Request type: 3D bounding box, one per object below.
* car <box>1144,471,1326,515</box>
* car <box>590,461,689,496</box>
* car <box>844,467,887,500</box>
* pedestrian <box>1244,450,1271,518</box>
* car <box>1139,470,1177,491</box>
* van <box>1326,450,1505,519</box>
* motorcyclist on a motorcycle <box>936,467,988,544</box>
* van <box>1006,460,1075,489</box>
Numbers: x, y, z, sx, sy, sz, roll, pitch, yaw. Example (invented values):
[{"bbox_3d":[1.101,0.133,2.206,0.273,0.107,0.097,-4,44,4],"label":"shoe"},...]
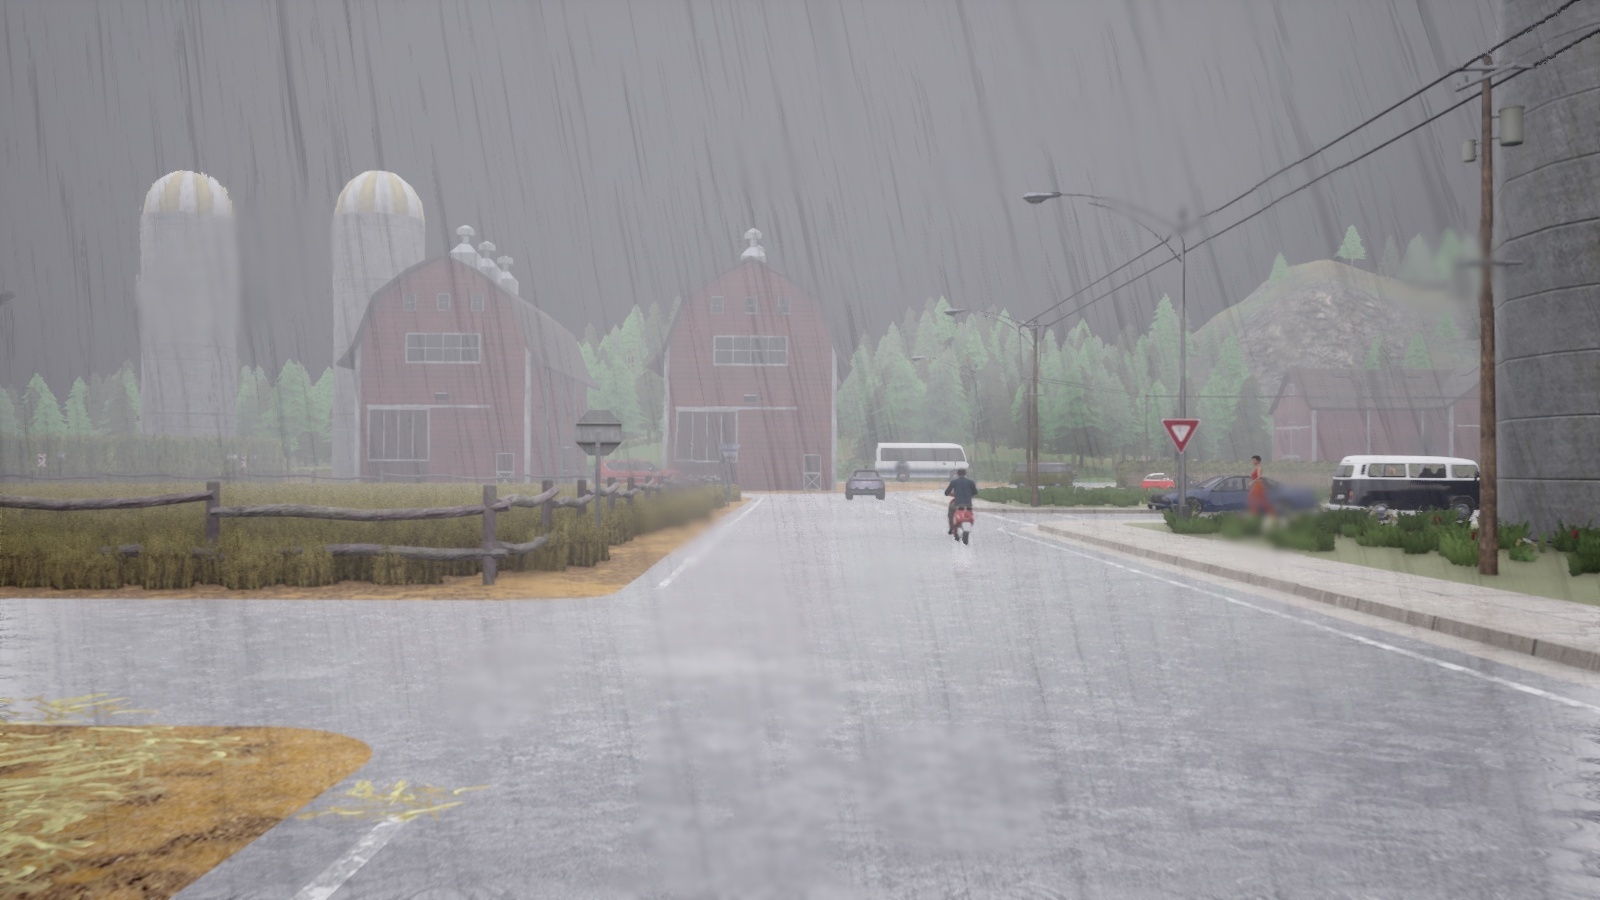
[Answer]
[{"bbox_3d":[14.501,1.433,42.067,5.357,1.411,2.033,0,-1,-1],"label":"car"},{"bbox_3d":[-9.490,1.687,74.550,5.566,2.045,2.150,0,-1,0],"label":"car"},{"bbox_3d":[3.350,1.703,64.971,2.033,1.649,4.856,0,-1,1],"label":"car"},{"bbox_3d":[12.530,0.933,34.413,0.594,1.836,0.345,0,-1,2],"label":"pedestrian"},{"bbox_3d":[23.559,2.012,82.650,2.207,1.376,1.481,-1,-1,7],"label":"car"},{"bbox_3d":[18.861,1.040,38.645,4.480,2.038,2.069,0,-1,-1],"label":"van"},{"bbox_3d":[3.432,1.153,26.747,0.866,1.590,1.817,0,-1,0],"label":"motorcyclist on a motorcycle"},{"bbox_3d":[17.093,1.738,89.269,4.442,1.987,1.775,-1,-1,25],"label":"van"}]
